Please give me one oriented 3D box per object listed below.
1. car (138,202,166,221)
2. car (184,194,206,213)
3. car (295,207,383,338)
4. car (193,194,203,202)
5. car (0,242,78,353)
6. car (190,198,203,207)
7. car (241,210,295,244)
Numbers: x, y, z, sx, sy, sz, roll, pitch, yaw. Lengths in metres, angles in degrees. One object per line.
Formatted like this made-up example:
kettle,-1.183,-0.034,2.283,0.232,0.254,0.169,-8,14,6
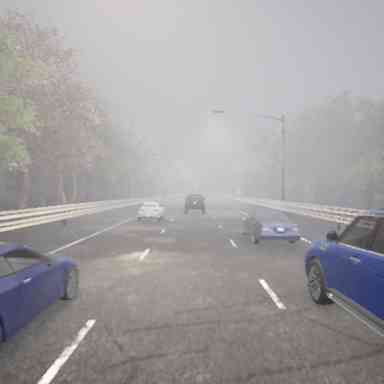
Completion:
car,-3.221,1.529,26.999,1.812,1.442,4.674,0,0,1
car,0.331,1.223,36.644,2.150,2.045,5.566,0,0,1
car,3.504,1.224,4.926,2.150,2.045,5.566,0,0,0
car,1.274,1.346,73.667,2.097,1.767,4.553,0,0,2
car,-3.387,1.526,5.360,1.812,1.442,4.674,0,0,0
car,0.746,1.601,52.248,1.895,1.301,4.718,0,0,1
car,3.559,1.552,15.850,2.033,1.411,5.357,0,0,0
